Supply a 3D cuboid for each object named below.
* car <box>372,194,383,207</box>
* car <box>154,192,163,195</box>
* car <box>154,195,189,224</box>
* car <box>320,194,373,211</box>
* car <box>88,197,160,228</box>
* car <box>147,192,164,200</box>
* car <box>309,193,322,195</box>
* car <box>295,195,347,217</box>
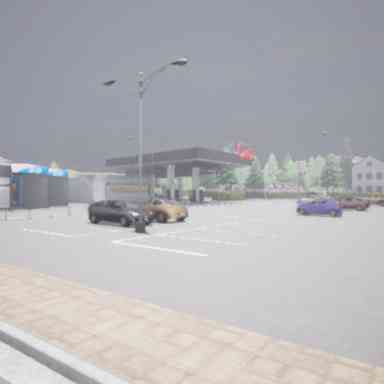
[{"bbox_3d":[24.564,1.068,45.433,4.605,1.855,1.932,0,0,36],"label":"car"},{"bbox_3d":[-6.800,1.201,73.435,2.242,1.667,4.611,0,0,36],"label":"car"},{"bbox_3d":[-2.622,1.242,22.891,5.027,1.636,2.152,0,0,36],"label":"car"},{"bbox_3d":[16.577,1.261,35.847,4.514,1.523,2.007,0,0,36],"label":"car"},{"bbox_3d":[-4.447,1.250,20.339,4.514,1.523,2.007,0,0,36],"label":"car"},{"bbox_3d":[-8.767,1.001,80.290,1.905,1.878,3.866,0,0,36],"label":"car"},{"bbox_3d":[17.727,1.281,50.450,3.806,1.475,1.970,0,0,36],"label":"car"},{"bbox_3d":[10.596,1.280,27.843,3.633,1.501,1.845,0,0,36],"label":"car"}]
